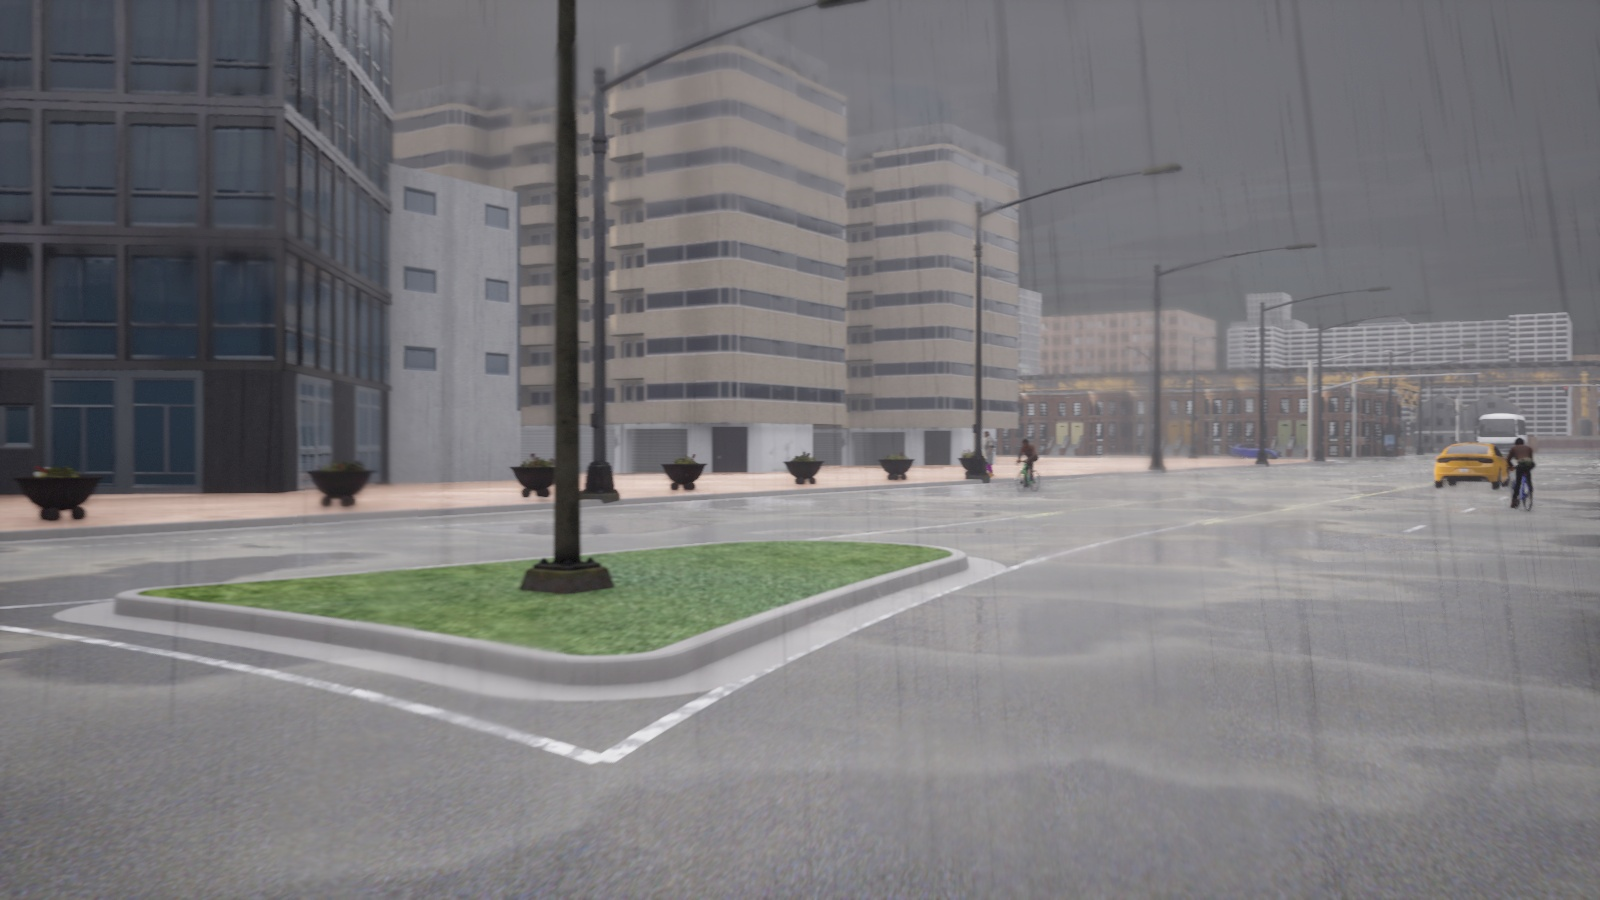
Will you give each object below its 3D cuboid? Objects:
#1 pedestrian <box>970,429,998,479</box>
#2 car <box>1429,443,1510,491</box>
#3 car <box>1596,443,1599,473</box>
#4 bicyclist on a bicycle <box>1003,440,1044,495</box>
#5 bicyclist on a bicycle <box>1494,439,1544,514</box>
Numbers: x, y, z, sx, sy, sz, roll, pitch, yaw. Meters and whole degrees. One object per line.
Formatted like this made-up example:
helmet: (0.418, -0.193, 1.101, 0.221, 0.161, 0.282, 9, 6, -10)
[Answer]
pedestrian: (7.226, 0.139, 49.284, 0.873, 1.952, 0.659, 0, 0, -26)
car: (22.785, 0.534, 42.671, 1.882, 1.535, 5.008, 0, 0, 34)
car: (43.734, 0.404, 67.152, 1.801, 1.575, 5.366, 0, 0, 34)
bicyclist on a bicycle: (6.738, 0.501, 37.786, 0.582, 1.620, 1.656, 0, 1, 34)
bicyclist on a bicycle: (16.047, 0.577, 28.048, 0.582, 1.620, 1.656, 0, 0, 15)
